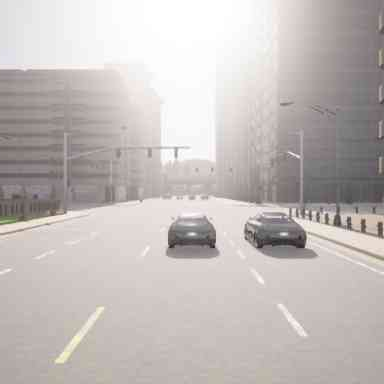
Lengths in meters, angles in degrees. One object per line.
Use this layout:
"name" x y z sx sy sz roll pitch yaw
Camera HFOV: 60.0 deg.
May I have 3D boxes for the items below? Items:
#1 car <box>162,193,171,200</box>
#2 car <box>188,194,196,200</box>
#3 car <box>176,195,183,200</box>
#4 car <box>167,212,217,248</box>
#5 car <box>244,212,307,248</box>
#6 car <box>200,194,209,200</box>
"car" -7.000 1.218 93.255 2.150 2.045 5.566 0 0 0
"car" 0.000 1.356 88.704 1.882 1.535 5.008 0 0 0
"car" -3.500 1.493 93.285 1.837 1.490 4.892 0 0 0
"car" 0.000 1.570 14.650 1.994 1.385 4.181 0 0 0
"car" 3.500 1.571 14.650 1.994 1.385 4.181 0 0 0
"car" 3.500 1.378 88.704 1.837 1.490 4.892 0 0 0
